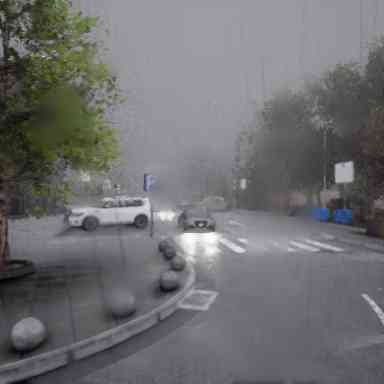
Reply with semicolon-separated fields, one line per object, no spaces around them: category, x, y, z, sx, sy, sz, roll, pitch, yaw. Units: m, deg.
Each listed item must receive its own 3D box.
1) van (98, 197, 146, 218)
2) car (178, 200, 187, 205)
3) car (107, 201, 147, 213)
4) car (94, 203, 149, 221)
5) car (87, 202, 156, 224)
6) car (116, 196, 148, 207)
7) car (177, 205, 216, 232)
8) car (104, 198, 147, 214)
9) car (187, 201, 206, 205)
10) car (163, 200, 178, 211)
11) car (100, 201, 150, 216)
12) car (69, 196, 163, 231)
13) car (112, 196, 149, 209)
van;-7.110;1.528;33.929;4.442;1.987;1.878;0;0;-29
car;-1.568;2.144;60.473;1.994;1.385;4.181;1;-1;-9
car;-8.379;1.870;42.895;4.674;1.452;2.002;0;-1;-29
car;-6.555;1.769;31.020;4.674;1.452;2.002;0;-1;-29
car;-5.924;1.700;28.142;5.366;1.575;1.946;0;-1;-29
car;-11.532;1.778;63.700;5.566;2.045;2.435;0;-1;-29
car;0.245;1.770;21.782;1.994;1.385;4.181;1;-1;-9
car;-7.955;1.678;39.918;4.553;1.767;2.185;0;-1;-29
car;1.000;1.993;44.354;1.994;1.385;4.181;1;-1;-9
car;-3.662;1.917;47.363;2.128;1.511;4.902;1;-1;-8
car;-7.459;1.779;36.955;5.008;1.535;2.097;0;0;-29
car;-5.176;1.403;22.094;5.566;2.045;2.435;0;0;-29
car;-10.164;1.687;54.788;5.566;2.045;2.435;0;-1;-29
